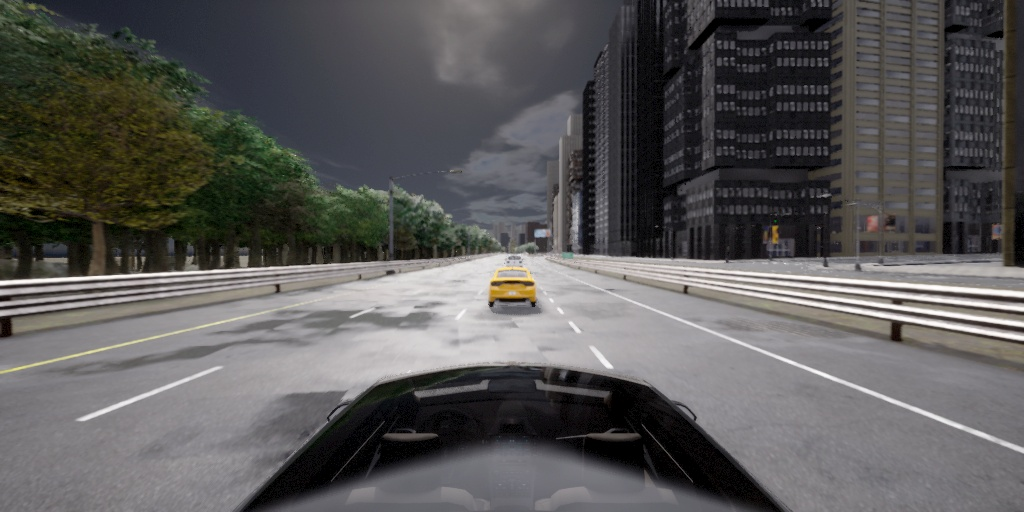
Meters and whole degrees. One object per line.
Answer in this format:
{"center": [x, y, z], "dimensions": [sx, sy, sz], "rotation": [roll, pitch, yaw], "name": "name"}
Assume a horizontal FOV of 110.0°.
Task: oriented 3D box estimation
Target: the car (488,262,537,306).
{"center": [0.023, 1.221, 15.787], "dimensions": [1.882, 1.535, 5.008], "rotation": [0, 0, 0], "name": "car"}

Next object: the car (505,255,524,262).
{"center": [0.295, 0.876, 45.416], "dimensions": [2.150, 2.045, 5.566], "rotation": [0, 0, 1], "name": "car"}
